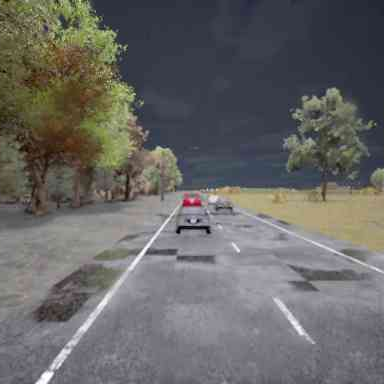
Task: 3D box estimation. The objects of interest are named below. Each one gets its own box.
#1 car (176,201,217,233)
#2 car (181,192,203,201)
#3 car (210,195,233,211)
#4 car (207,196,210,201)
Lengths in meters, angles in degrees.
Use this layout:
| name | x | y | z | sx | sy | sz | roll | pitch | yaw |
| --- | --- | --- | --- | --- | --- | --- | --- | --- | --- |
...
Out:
| name | x | y | z | sx | sy | sz | roll | pitch | yaw |
| --- | --- | --- | --- | --- | --- | --- | --- | --- | --- |
| car | 0.065 | 1.449 | 18.841 | 2.033 | 1.411 | 5.357 | 0 | 0 | 0 |
| car | 0.014 | 1.024 | 37.185 | 2.150 | 2.045 | 5.566 | 0 | 1 | 0 |
| car | 3.419 | 1.345 | 36.847 | 2.033 | 1.411 | 5.357 | 0 | 0 | 0 |
| car | 3.429 | 1.235 | 52.391 | 1.812 | 1.442 | 4.674 | 0 | 1 | 0 |
